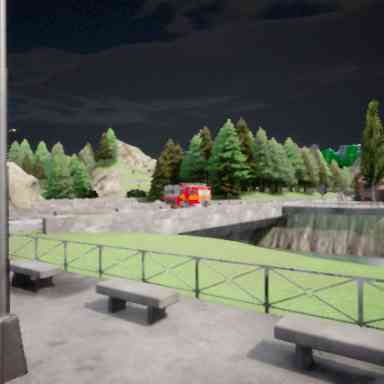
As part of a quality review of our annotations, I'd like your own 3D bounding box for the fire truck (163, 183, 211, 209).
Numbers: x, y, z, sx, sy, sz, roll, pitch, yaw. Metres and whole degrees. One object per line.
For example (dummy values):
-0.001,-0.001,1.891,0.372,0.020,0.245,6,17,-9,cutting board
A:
-0.585,0.650,49.862,2.891,3.827,8.468,-1,0,36,fire truck
